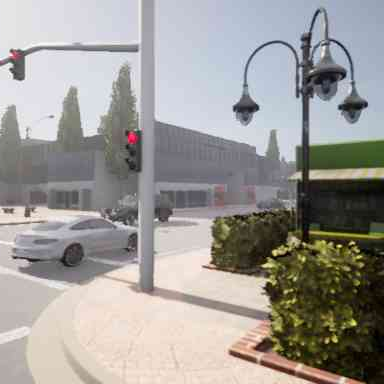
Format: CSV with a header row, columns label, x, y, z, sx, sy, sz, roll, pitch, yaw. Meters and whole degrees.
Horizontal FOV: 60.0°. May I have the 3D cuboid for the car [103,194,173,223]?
label,x,y,z,sx,sy,sz,roll,pitch,yaw
car,-3.704,1.183,23.177,2.150,2.045,5.566,0,1,37

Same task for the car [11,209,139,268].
label,x,y,z,sx,sy,sz,roll,pitch,yaw
car,-3.648,1.507,11.271,1.812,1.442,4.674,-1,0,28

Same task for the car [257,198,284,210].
label,x,y,z,sx,sy,sz,roll,pitch,yaw
car,9.754,1.477,41.021,1.837,1.490,4.892,0,0,37
